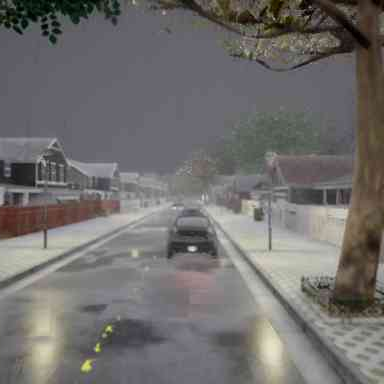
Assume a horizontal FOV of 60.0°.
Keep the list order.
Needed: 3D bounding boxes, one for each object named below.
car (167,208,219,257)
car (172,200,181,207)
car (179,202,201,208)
[{"bbox_3d":[0.026,1.647,13.504,1.837,1.490,4.892,0,0,0],"label":"car"},{"bbox_3d":[-2.725,2.273,64.554,1.994,1.385,4.181,0,-1,1],"label":"car"},{"bbox_3d":[0.039,1.807,28.520,1.837,1.490,4.892,0,0,0],"label":"car"}]
